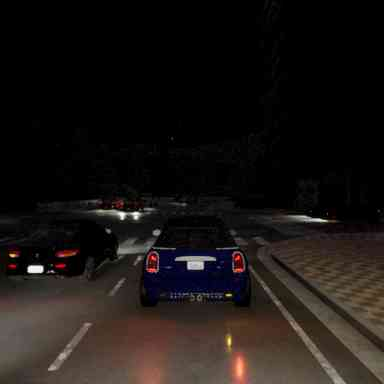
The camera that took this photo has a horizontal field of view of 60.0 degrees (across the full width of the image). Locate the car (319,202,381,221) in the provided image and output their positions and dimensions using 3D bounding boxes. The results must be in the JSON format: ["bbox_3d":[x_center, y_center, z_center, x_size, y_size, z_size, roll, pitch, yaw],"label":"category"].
[{"bbox_3d":[13.130,1.619,27.381,4.181,1.385,1.994,0,0,-2],"label":"car"}]

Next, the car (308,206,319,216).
[{"bbox_3d":[13.018,1.619,30.888,4.181,1.385,1.994,0,0,0],"label":"car"}]

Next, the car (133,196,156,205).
[{"bbox_3d":[-8.224,1.476,58.591,1.882,1.535,5.008,0,0,20],"label":"car"}]

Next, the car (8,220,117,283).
[{"bbox_3d":[-3.448,1.525,9.588,1.812,1.442,4.674,0,0,-1],"label":"car"}]

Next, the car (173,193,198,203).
[{"bbox_3d":[-1.302,1.224,70.530,2.150,2.045,5.566,0,0,42],"label":"car"}]

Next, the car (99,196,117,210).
[{"bbox_3d":[-10.482,1.351,43.092,2.097,1.767,4.553,0,0,3],"label":"car"}]

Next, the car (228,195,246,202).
[{"bbox_3d":[10.179,1.514,74.863,4.674,1.442,1.812,0,0,-29],"label":"car"}]

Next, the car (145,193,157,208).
[{"bbox_3d":[-6.722,1.215,49.760,2.150,2.045,5.566,0,1,7],"label":"car"}]

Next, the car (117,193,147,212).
[{"bbox_3d":[-7.089,1.351,39.598,2.097,1.767,4.553,0,0,1],"label":"car"}]

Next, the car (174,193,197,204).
[{"bbox_3d":[-0.979,1.524,65.143,1.812,1.442,4.674,0,0,36],"label":"car"}]

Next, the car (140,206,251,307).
[{"bbox_3d":[0.067,1.352,8.154,2.097,1.767,4.553,0,0,0],"label":"car"}]
